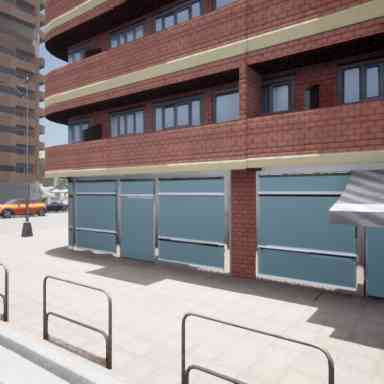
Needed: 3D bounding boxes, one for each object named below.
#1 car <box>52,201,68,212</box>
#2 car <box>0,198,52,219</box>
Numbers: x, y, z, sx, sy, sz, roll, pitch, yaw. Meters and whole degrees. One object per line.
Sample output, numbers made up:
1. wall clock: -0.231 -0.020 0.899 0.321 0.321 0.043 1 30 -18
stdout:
1. car: -15.362 1.601 35.776 1.895 1.301 4.718 0 0 36
2. car: -15.468 1.352 29.690 2.097 1.767 4.553 0 0 36
